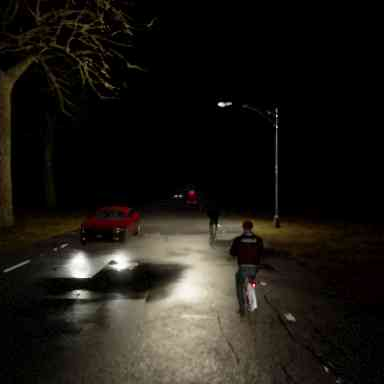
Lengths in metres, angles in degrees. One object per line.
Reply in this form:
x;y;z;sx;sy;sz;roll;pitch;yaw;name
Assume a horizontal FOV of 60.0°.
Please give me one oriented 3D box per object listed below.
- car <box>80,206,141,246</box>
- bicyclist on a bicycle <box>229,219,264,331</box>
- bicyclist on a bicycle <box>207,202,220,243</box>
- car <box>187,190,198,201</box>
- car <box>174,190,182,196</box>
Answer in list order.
-3.600;1.428;15.372;1.882;1.535;5.008;0;0;0;car
0.963;1.363;5.973;0.659;1.776;1.843;0;1;0;bicyclist on a bicycle
0.963;1.324;14.975;0.659;1.776;1.843;0;1;0;bicyclist on a bicycle
0.036;0.819;63.090;2.128;1.511;4.902;0;1;1;car
-3.502;0.226;85.548;2.033;1.411;5.357;0;2;0;car
